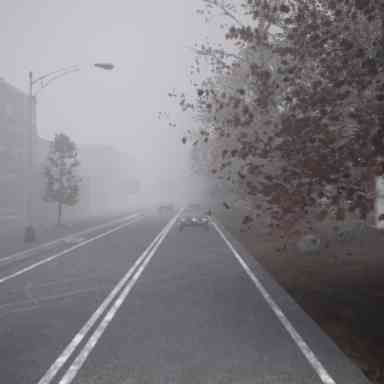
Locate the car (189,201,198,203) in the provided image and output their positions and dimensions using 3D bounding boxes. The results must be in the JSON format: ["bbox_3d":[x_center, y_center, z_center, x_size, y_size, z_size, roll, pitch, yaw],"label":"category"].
[{"bbox_3d":[0.172,1.890,42.764,1.994,1.385,4.181,0,-1,0],"label":"car"}]

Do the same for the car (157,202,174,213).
[{"bbox_3d":[-3.267,1.918,41.848,1.895,1.301,4.718,0,-1,0],"label":"car"}]

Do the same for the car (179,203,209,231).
[{"bbox_3d":[0.119,1.664,21.563,2.033,1.411,5.357,0,-1,0],"label":"car"}]
